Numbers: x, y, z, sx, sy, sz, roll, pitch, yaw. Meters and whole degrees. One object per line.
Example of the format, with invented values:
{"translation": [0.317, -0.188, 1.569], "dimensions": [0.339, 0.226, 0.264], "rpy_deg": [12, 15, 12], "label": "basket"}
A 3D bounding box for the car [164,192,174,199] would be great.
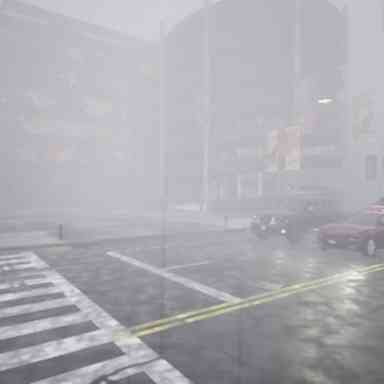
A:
{"translation": [-4.553, 1.122, 72.838], "dimensions": [2.435, 2.045, 5.566], "rpy_deg": [0, 0, -36], "label": "car"}

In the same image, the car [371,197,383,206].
{"translation": [13.665, 1.281, 22.326], "dimensions": [5.566, 2.045, 2.150], "rpy_deg": [0, 0, -35], "label": "car"}

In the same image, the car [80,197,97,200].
{"translation": [-19.067, 1.510, 61.337], "dimensions": [1.895, 1.301, 4.718], "rpy_deg": [0, 0, -36], "label": "car"}

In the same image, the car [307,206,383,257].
{"translation": [7.038, 1.511, 13.319], "dimensions": [5.008, 1.535, 1.882], "rpy_deg": [0, 0, -36], "label": "car"}

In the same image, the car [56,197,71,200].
{"translation": [-18.239, 1.349, 47.405], "dimensions": [2.002, 1.452, 4.674], "rpy_deg": [0, 0, -36], "label": "car"}

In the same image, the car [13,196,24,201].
{"translation": [-28.717, 1.431, 54.886], "dimensions": [2.161, 1.482, 4.786], "rpy_deg": [0, 0, -36], "label": "car"}

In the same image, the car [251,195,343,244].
{"translation": [5.442, 1.256, 16.477], "dimensions": [5.566, 2.045, 2.150], "rpy_deg": [0, 0, -36], "label": "car"}
